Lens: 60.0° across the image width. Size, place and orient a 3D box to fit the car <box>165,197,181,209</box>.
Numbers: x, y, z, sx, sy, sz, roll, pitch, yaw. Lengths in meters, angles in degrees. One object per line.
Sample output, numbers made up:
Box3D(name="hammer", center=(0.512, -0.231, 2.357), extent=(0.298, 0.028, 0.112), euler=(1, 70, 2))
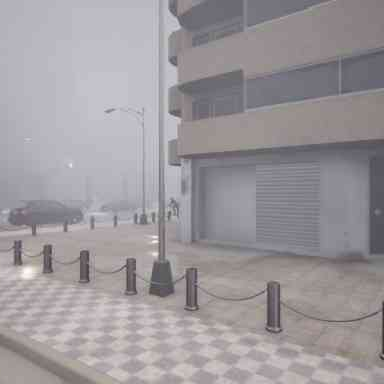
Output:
Box3D(name="car", center=(-2.118, 1.508, 44.334), extent=(1.994, 1.385, 4.181), euler=(0, 0, 36))

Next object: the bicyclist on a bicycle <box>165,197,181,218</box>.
Box3D(name="bicyclist on a bicycle", center=(-1.503, 1.246, 26.473), extent=(1.656, 1.620, 0.582), euler=(0, 0, 36))

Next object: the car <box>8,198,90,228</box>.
Box3D(name="car", center=(-9.441, 1.296, 21.959), extent=(2.097, 1.767, 4.553), euler=(0, 0, 36))

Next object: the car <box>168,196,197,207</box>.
Box3D(name="car", center=(-1.382, 1.449, 51.286), extent=(1.837, 1.490, 4.892), euler=(0, 0, 36))

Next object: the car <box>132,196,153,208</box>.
Box3D(name="car", center=(-7.236, 1.296, 43.234), extent=(2.097, 1.767, 4.553), euler=(0, 0, 36))

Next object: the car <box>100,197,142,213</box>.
Box3D(name="car", center=(-7.972, 1.508, 36.262), extent=(1.994, 1.385, 4.181), euler=(0, 0, 36))

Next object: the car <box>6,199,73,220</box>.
Box3D(name="car", center=(-13.203, 1.436, 29.043), extent=(2.128, 1.511, 4.902), euler=(0, 0, 36))

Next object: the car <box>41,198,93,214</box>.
Box3D(name="car", center=(-13.100, 1.449, 35.149), extent=(1.837, 1.490, 4.892), euler=(0, 0, 36))

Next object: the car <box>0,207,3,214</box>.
Box3D(name="car", center=(-18.580, 1.545, 27.608), extent=(1.895, 1.301, 4.718), euler=(0, 0, 36))
